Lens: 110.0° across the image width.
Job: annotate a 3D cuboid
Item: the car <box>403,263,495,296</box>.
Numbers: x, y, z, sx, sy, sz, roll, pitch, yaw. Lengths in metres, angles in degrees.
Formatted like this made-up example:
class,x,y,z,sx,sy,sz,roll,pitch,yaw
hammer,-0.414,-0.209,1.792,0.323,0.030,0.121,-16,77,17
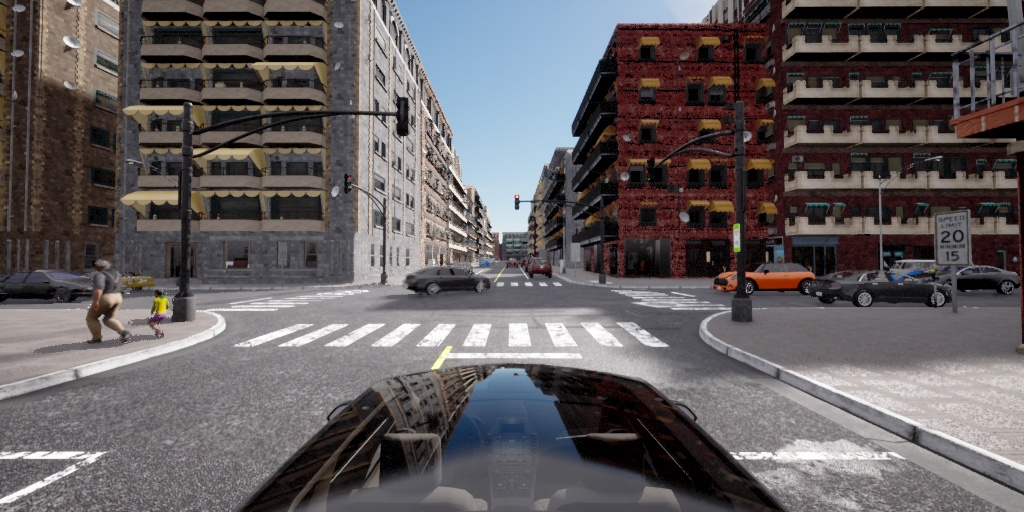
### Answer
class,x,y,z,sx,sy,sz,roll,pitch,yaw
car,-3.461,1.314,19.575,4.892,1.490,1.837,1,0,-39

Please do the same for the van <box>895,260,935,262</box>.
class,x,y,z,sx,sy,sz,roll,pitch,yaw
van,24.925,1.115,21.340,3.998,1.789,1.690,0,0,0

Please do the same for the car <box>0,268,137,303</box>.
class,x,y,z,sx,sy,sz,roll,pitch,yaw
car,-20.690,1.333,16.104,5.357,1.411,2.033,0,-1,0

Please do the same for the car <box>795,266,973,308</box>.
class,x,y,z,sx,sy,sz,roll,pitch,yaw
car,13.758,1.185,13.501,4.403,1.370,2.007,0,0,0

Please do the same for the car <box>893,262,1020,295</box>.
class,x,y,z,sx,sy,sz,roll,pitch,yaw
car,23.476,1.217,18.893,4.902,1.511,2.128,0,-1,0

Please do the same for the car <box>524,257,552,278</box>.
class,x,y,z,sx,sy,sz,roll,pitch,yaw
car,2.603,1.077,33.806,2.192,1.841,5.009,0,0,0

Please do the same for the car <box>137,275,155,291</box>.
class,x,y,z,sx,sy,sz,roll,pitch,yaw
car,-24.421,1.436,21.515,4.829,1.417,1.751,0,0,0

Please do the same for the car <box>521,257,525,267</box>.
class,x,y,z,sx,sy,sz,roll,pitch,yaw
car,2.615,1.086,44.930,2.192,1.841,5.009,0,0,0

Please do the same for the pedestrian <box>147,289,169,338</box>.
class,x,y,z,sx,sy,sz,roll,pitch,yaw
pedestrian,-7.902,1.270,8.047,0.500,1.100,0.500,1,-1,0

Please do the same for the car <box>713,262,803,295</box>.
class,x,y,z,sx,sy,sz,roll,pitch,yaw
car,13.223,1.103,18.964,4.553,1.767,2.097,0,-1,1

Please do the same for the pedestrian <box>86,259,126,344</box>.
class,x,y,z,sx,sy,sz,roll,pitch,yaw
pedestrian,-8.471,0.895,7.449,0.375,1.860,0.375,1,-1,0

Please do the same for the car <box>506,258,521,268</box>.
class,x,y,z,sx,sy,sz,roll,pitch,yaw
car,0.070,1.174,63.365,2.097,1.767,4.553,0,0,0
